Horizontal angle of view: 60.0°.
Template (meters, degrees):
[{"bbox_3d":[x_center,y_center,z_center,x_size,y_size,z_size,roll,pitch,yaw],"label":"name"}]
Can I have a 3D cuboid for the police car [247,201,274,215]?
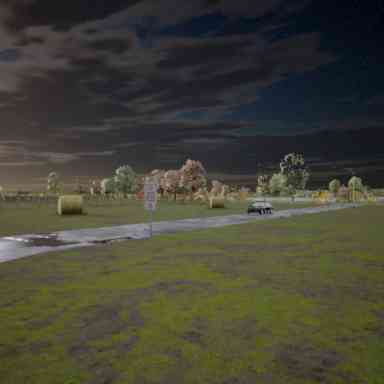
[{"bbox_3d":[8.497,1.933,41.506,1.930,1.638,5.238,-1,-1,35],"label":"police car"}]
